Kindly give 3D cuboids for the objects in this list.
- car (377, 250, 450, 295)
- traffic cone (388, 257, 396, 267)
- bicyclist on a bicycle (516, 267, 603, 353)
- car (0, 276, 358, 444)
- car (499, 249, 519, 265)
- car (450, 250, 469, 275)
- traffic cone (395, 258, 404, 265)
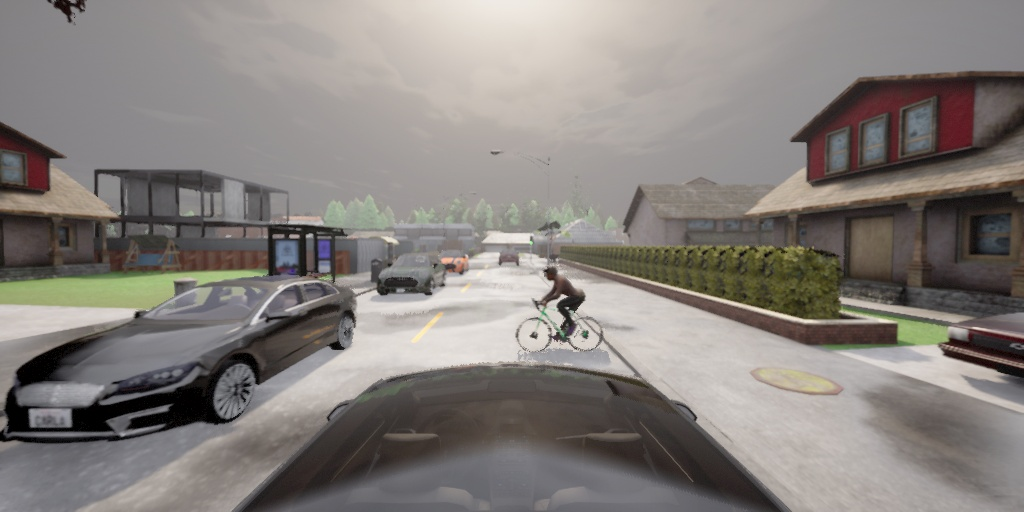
[{"bbox_3d":[-4.266,0.663,15.861,2.097,1.767,4.553,0,2,-1],"label":"car"},{"bbox_3d":[-10.778,0.612,32.418,0.344,0.586,0.344,0,0,-1],"label":"traffic cone"},{"bbox_3d":[0.895,1.022,6.746,1.656,1.620,0.582,-1,2,-1],"label":"bicyclist on a bicycle"},{"bbox_3d":[-4.138,1.113,5.634,2.128,1.511,4.902,0,2,-1],"label":"car"},{"bbox_3d":[-0.306,0.002,38.092,2.097,1.767,4.553,0,2,0],"label":"car"},{"bbox_3d":[-4.379,0.356,26.025,2.097,1.767,4.553,0,2,0],"label":"car"},{"bbox_3d":[-10.051,0.659,31.908,0.344,0.586,0.344,0,0,-1],"label":"traffic cone"}]
